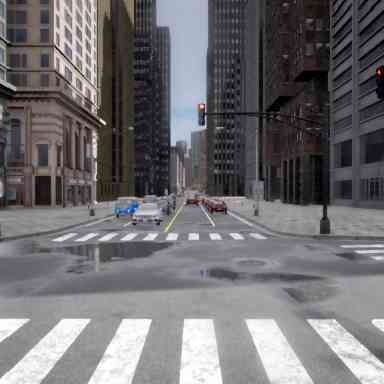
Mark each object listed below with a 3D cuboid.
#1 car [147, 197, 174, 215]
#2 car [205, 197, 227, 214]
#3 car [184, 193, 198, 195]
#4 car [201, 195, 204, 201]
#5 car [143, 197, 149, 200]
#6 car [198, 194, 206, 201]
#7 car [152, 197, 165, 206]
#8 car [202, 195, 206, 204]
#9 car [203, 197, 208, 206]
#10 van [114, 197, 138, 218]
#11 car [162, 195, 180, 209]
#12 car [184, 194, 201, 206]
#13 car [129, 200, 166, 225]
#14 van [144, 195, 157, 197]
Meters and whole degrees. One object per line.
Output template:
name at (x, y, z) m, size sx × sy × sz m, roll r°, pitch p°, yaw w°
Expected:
car at (-3.122, 1.513, 34.055) m, size 1.837 × 1.490 × 4.892 m, roll 0°, pitch 0°, yaw 0°
car at (2.752, 1.553, 35.457) m, size 1.887 × 1.381 × 4.507 m, roll 0°, pitch 0°, yaw 0°
car at (-0.044, 1.522, 65.170) m, size 2.128 × 1.511 × 4.902 m, roll 0°, pitch 0°, yaw 0°
car at (2.737, 1.546, 52.203) m, size 1.752 × 1.417 × 4.829 m, roll 0°, pitch 0°, yaw 0°
car at (-5.803, 1.553, 35.469) m, size 1.887 × 1.381 × 4.507 m, roll 0°, pitch 0°, yaw 0°
car at (2.702, 1.490, 90.712) m, size 1.967 × 1.590 × 4.097 m, roll 0°, pitch 0°, yaw 0°
car at (-5.814, 1.606, 57.569) m, size 1.802 × 1.307 × 4.206 m, roll 0°, pitch 0°, yaw 0°
car at (2.742, 1.561, 46.508) m, size 1.887 × 1.381 × 4.507 m, roll 0°, pitch 0°, yaw 0°
car at (2.747, 1.557, 40.982) m, size 1.887 × 1.381 × 4.507 m, roll 0°, pitch 0°, yaw 0°
van at (-5.800, 1.347, 29.944) m, size 1.690 × 1.788 × 3.998 m, roll 0°, pitch 0°, yaw 0°
car at (-3.120, 1.506, 44.314) m, size 2.128 × 1.511 × 4.902 m, roll 0°, pitch 0°, yaw 0°
car at (0.014, 1.500, 54.790) m, size 1.882 × 1.535 × 5.008 m, roll 0°, pitch 0°, yaw 0°
car at (-3.118, 1.529, 24.012) m, size 1.812 × 1.442 × 4.674 m, roll 0°, pitch 0°, yaw -2°
van at (-5.809, 1.357, 46.519) m, size 1.690 × 1.788 × 3.998 m, roll 0°, pitch 0°, yaw 0°
